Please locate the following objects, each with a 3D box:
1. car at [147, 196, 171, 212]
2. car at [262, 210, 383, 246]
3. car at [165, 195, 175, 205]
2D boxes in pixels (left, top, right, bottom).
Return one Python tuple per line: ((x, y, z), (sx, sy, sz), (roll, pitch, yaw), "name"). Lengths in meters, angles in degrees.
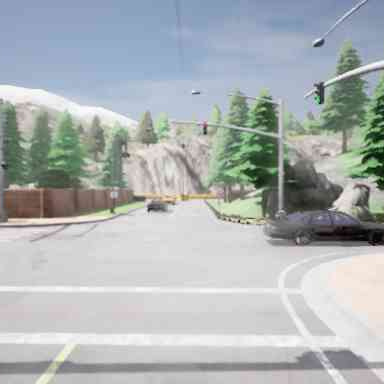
((-3.630, 1.419, 35.344), (1.895, 1.301, 4.718), (0, 0, 0), "car")
((5.759, 1.485, 14.213), (5.357, 1.411, 2.033), (0, 0, -1), "car")
((-3.610, 1.214, 51.320), (1.882, 1.535, 5.008), (0, 0, 0), "car")
